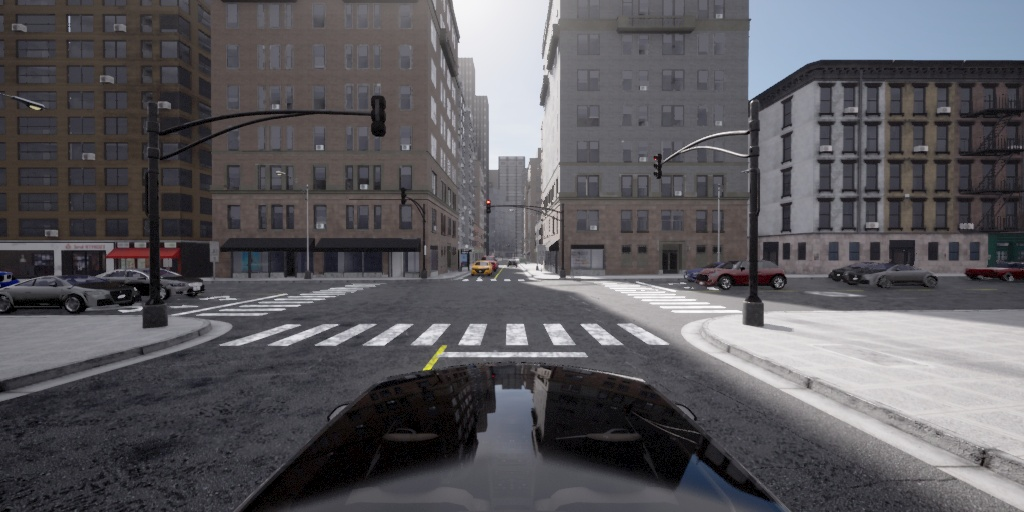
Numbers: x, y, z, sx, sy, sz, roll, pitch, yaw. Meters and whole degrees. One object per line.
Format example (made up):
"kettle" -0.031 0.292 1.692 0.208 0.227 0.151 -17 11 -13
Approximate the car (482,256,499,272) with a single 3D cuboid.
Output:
"car" -3.124 0.984 47.482 2.150 2.045 5.566 0 0 0

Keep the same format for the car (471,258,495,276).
"car" -3.116 1.233 37.520 1.882 1.535 5.008 0 0 0

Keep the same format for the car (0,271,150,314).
"car" -17.527 1.442 14.251 4.181 1.385 1.994 0 1 0

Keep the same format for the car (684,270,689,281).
"car" 14.173 1.127 24.365 4.674 1.442 1.812 0 1 0

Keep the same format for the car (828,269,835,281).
"car" 24.193 1.097 24.426 4.181 1.385 1.994 0 1 -1

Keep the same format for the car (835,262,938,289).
"car" 22.221 1.146 21.158 4.181 1.385 1.994 0 1 -1

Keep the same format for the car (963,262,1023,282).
"car" 34.139 1.064 24.458 4.718 1.301 1.895 0 1 -1

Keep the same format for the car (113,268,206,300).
"car" -17.797 1.335 17.510 4.902 1.511 2.128 0 1 1

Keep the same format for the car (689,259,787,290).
"car" 13.346 0.994 21.089 4.553 1.767 2.097 0 1 -1
